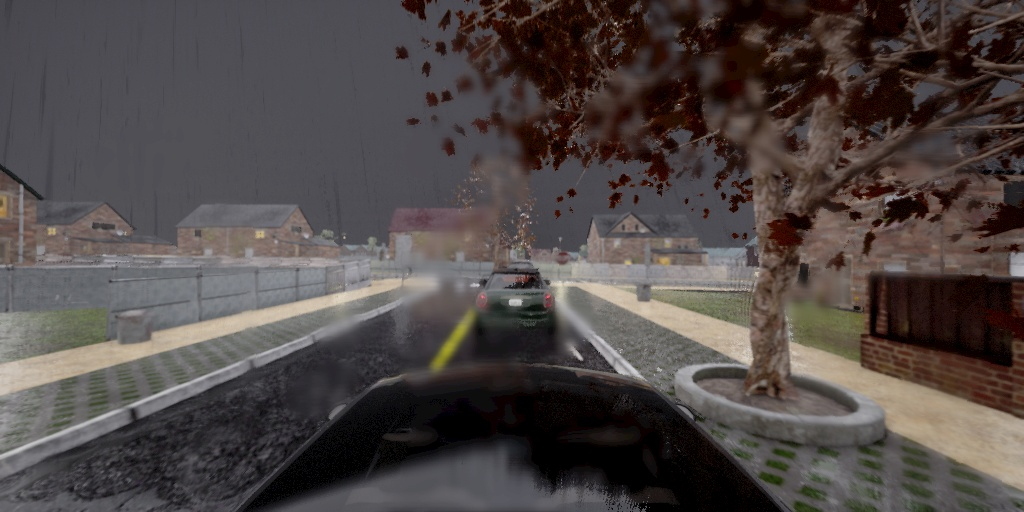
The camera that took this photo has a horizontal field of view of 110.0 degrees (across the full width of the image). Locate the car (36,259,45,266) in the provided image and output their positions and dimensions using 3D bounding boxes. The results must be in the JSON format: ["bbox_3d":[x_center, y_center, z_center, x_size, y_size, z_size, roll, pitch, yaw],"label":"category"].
[{"bbox_3d":[-44.141,0.618,31.353,5.357,1.411,2.033,1,-1,0],"label":"car"}]

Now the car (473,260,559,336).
[{"bbox_3d":[0.102,1.120,10.608,2.097,1.767,4.553,0,0,0],"label":"car"}]

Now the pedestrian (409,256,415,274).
[{"bbox_3d":[-9.686,0.834,34.523,0.375,1.860,0.375,0,-2,0],"label":"pedestrian"}]

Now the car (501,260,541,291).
[{"bbox_3d":[0.697,1.144,23.001,2.097,1.767,4.553,0,0,8],"label":"car"}]

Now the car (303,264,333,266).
[{"bbox_3d":[-15.021,1.015,28.628,5.008,1.535,1.882,1,-1,0],"label":"car"}]

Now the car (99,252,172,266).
[{"bbox_3d":[-29.921,0.625,28.547,4.553,1.767,2.097,1,-1,0],"label":"car"}]
